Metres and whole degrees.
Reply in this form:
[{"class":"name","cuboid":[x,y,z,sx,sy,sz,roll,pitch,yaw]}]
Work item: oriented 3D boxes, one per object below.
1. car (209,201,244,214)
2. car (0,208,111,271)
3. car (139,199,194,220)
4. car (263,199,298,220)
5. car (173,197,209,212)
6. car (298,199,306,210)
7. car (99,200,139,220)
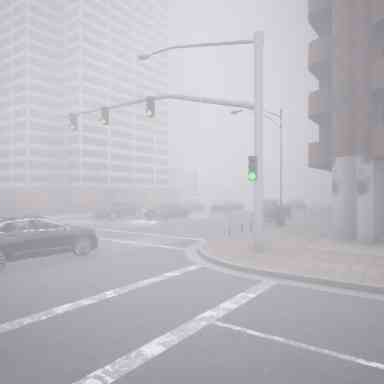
[{"class":"car","cuboid":[3.822,1.601,36.212,1.895,1.301,4.718,0,0,35]},{"class":"car","cuboid":[-5.305,1.491,10.711,2.128,1.511,4.902,0,0,35]},{"class":"car","cuboid":[-2.049,1.564,27.876,1.994,1.385,4.181,0,0,35]},{"class":"car","cuboid":[7.043,1.352,28.298,2.097,1.767,4.553,0,0,35]},{"class":"car","cuboid":[-0.440,1.564,36.242,1.994,1.385,4.181,0,0,35]},{"class":"car","cuboid":[13.541,1.564,43.683,1.994,1.385,4.181,0,0,35]},{"class":"car","cuboid":[-6.159,1.505,28.115,1.837,1.490,4.892,0,0,35]}]
